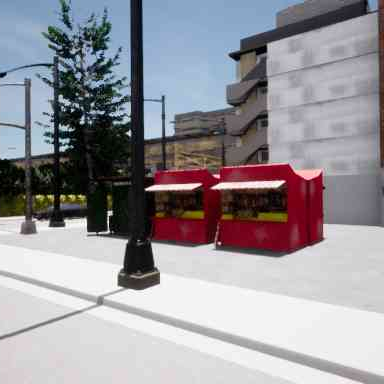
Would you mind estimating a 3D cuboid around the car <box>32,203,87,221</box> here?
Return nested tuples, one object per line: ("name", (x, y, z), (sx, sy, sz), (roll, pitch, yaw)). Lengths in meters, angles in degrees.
("car", (-11.176, 1.686, 28.723), (2.033, 1.411, 5.357), (-1, -1, 36))
